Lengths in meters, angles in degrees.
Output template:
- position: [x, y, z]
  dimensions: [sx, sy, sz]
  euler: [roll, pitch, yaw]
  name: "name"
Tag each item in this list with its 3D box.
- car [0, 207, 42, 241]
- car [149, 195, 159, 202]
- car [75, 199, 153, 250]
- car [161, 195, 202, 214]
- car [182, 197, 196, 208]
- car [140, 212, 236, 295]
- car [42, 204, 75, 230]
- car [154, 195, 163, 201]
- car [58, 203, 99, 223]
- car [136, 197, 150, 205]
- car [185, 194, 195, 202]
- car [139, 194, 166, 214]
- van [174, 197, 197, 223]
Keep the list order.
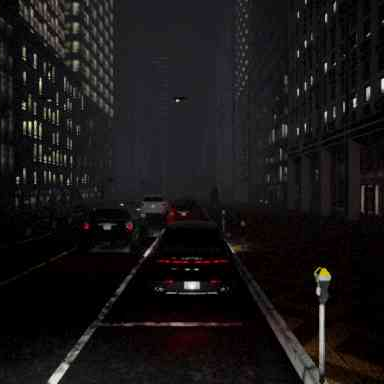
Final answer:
- position: [-8.843, 1.542, 14.989]
  dimensions: [1.887, 1.381, 4.507]
  euler: [-1, 0, 0]
  name: "car"
- position: [-8.843, 1.508, 77.339]
  dimensions: [1.752, 1.417, 4.829]
  euler: [-1, 0, 0]
  name: "car"
- position: [-3.143, 1.347, 14.449]
  dimensions: [2.097, 1.767, 4.553]
  euler: [0, 0, 0]
  name: "car"
- position: [-0.465, 1.311, 20.672]
  dimensions: [2.192, 1.841, 5.009]
  euler: [-1, 0, 0]
  name: "car"
- position: [-0.463, 1.541, 49.090]
  dimensions: [2.008, 1.369, 4.403]
  euler: [-1, 0, 0]
  name: "car"
- position: [-0.001, 1.502, 8.651]
  dimensions: [1.837, 1.490, 4.892]
  euler: [0, 0, 0]
  name: "car"
- position: [-8.844, 1.547, 20.672]
  dimensions: [2.008, 1.369, 4.403]
  euler: [-1, 0, 0]
  name: "car"
- position: [-8.844, 1.545, 88.876]
  dimensions: [1.947, 1.339, 4.313]
  euler: [-1, 0, 0]
  name: "car"
- position: [-8.843, 1.577, 26.356]
  dimensions: [1.802, 1.307, 4.206]
  euler: [-1, 0, 0]
  name: "car"
- position: [-8.843, 1.569, 60.458]
  dimensions: [1.802, 1.307, 4.206]
  euler: [-1, 0, 0]
  name: "car"
- position: [-0.465, 1.298, 77.509]
  dimensions: [2.192, 1.841, 5.009]
  euler: [-1, 0, 0]
  name: "car"
- position: [-3.145, 1.211, 29.398]
  dimensions: [2.150, 2.045, 5.566]
  euler: [0, 0, 0]
  name: "car"
- position: [-0.465, 1.336, 26.356]
  dimensions: [1.690, 1.788, 3.998]
  euler: [-1, 0, 0]
  name: "van"
